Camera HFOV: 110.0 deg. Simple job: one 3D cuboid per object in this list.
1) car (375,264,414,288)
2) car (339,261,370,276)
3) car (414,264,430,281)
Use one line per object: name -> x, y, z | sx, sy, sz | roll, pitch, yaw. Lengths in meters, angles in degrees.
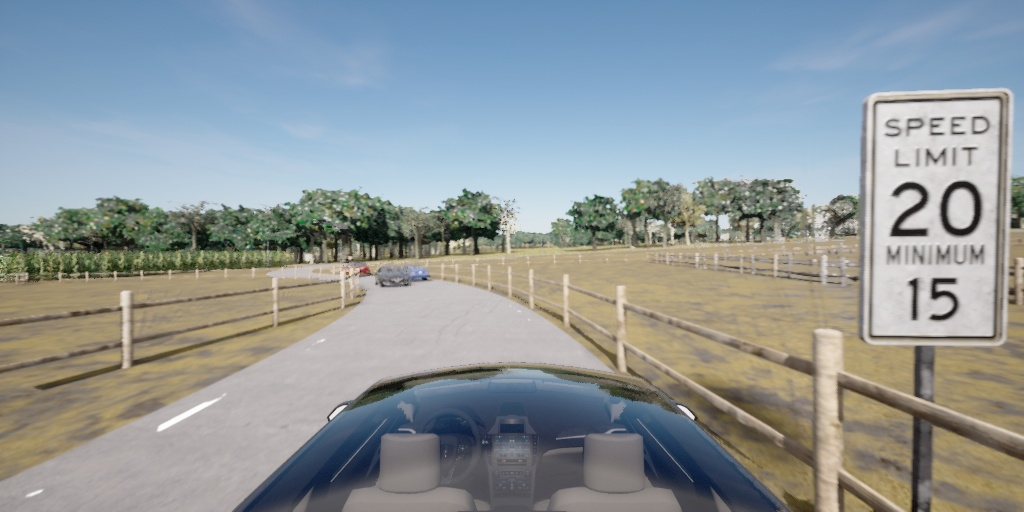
car -> -8.825, 1.468, 26.130 | 1.837, 1.490, 4.892 | -1, 0, -28
car -> -19.110, 1.529, 43.449 | 4.553, 1.767, 2.097 | -2, 0, 42
car -> -8.973, 1.458, 31.774 | 2.033, 1.411, 5.357 | -1, 0, -34
